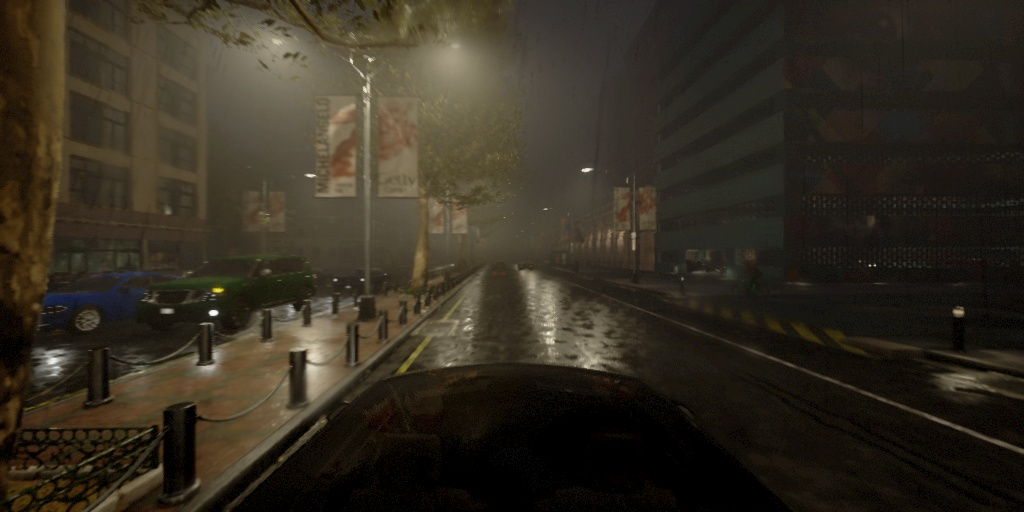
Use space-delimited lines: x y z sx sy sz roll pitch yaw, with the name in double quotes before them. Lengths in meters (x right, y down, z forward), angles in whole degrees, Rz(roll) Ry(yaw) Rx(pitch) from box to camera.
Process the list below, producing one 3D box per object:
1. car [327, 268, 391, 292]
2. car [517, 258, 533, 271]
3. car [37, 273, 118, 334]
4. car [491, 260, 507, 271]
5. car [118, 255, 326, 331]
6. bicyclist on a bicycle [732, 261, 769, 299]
"car" -8.843 1.365 21.440 1.895 1.301 4.718 0 0 -2
"car" 1.753 1.340 48.745 1.895 1.301 4.718 0 0 -2
"car" -11.959 1.250 10.860 1.882 1.535 5.008 0 0 -2
"car" -1.820 1.237 50.393 2.128 1.511 4.902 0 0 -2
"car" -8.481 0.987 11.473 2.150 2.045 5.566 0 0 -2
"bicyclist on a bicycle" 10.137 1.028 15.246 1.656 1.620 0.582 0 0 -2
